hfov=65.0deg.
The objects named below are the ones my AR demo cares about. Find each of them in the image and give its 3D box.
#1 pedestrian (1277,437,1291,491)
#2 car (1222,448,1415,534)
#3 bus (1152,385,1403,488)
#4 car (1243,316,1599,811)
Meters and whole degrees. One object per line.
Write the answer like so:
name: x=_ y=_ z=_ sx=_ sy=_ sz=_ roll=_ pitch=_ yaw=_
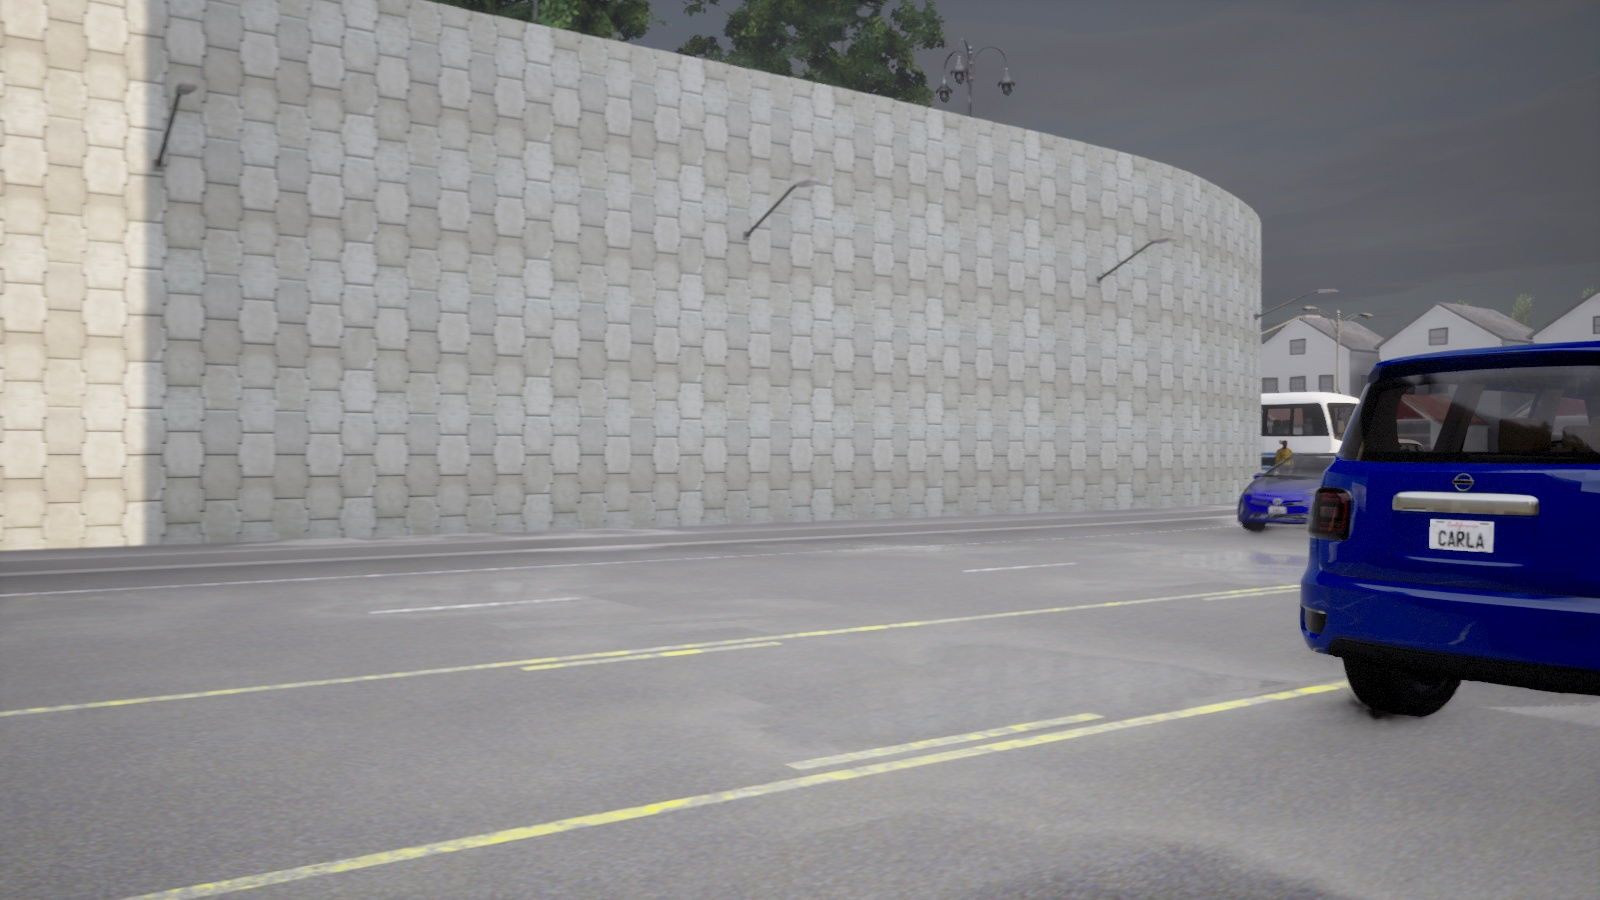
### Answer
pedestrian: x=16.457 y=0.470 z=42.697 sx=0.370 sy=1.835 sz=0.726 roll=0 pitch=0 yaw=15
car: x=10.279 y=0.730 z=24.706 sx=2.007 sy=1.525 sz=4.514 roll=0 pitch=0 yaw=44
bus: x=21.457 y=-0.537 z=57.252 sx=3.944 sy=4.253 sz=10.273 roll=0 pitch=0 yaw=-34
car: x=5.223 y=0.471 z=7.295 sx=5.566 sy=2.045 sz=2.150 roll=0 pitch=0 yaw=-35
